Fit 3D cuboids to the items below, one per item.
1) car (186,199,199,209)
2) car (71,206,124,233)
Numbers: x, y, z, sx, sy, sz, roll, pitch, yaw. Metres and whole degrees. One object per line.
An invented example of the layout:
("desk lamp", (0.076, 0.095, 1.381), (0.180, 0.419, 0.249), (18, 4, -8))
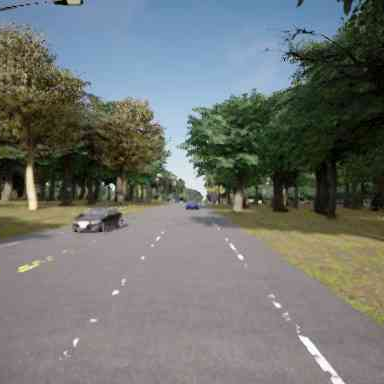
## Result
("car", (0.084, 2.093, 54.493), (1.994, 1.385, 4.181), (0, -1, 0))
("car", (-5.819, 1.673, 21.017), (2.128, 1.511, 4.902), (0, -1, 7))
